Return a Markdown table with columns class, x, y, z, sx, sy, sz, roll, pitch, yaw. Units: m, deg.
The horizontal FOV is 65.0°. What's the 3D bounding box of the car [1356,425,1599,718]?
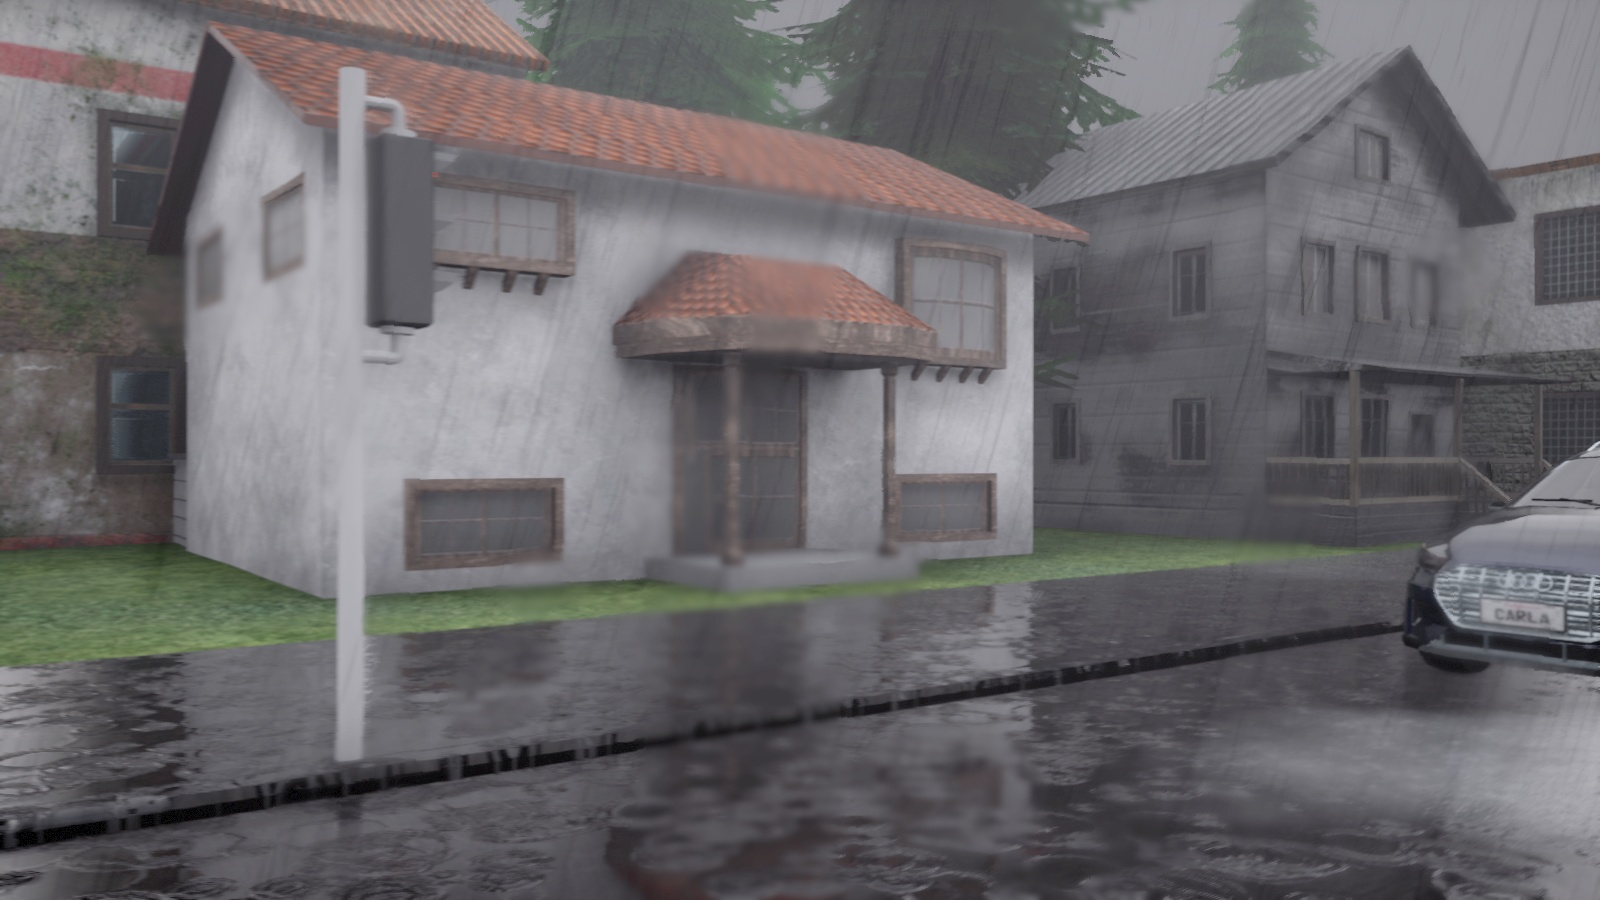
| class | x | y | z | sx | sy | sz | roll | pitch | yaw |
| --- | --- | --- | --- | --- | --- | --- | --- | --- | --- |
| car | 6.207 | 0.684 | 8.862 | 4.856 | 1.649 | 2.033 | 0 | 0 | -36 |
